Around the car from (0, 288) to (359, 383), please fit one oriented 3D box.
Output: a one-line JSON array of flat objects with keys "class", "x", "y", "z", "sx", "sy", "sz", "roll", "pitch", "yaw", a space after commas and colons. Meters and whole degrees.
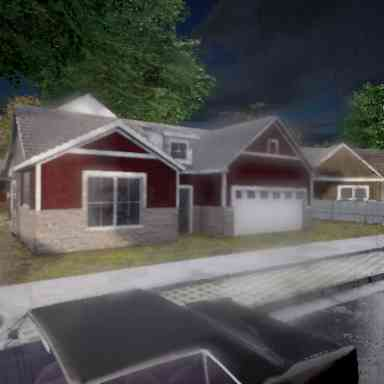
[{"class": "car", "x": -0.903, "y": 1.593, "z": 2.381, "sx": 4.718, "sy": 1.301, "sz": 1.895, "roll": 0, "pitch": 0, "yaw": -35}]
